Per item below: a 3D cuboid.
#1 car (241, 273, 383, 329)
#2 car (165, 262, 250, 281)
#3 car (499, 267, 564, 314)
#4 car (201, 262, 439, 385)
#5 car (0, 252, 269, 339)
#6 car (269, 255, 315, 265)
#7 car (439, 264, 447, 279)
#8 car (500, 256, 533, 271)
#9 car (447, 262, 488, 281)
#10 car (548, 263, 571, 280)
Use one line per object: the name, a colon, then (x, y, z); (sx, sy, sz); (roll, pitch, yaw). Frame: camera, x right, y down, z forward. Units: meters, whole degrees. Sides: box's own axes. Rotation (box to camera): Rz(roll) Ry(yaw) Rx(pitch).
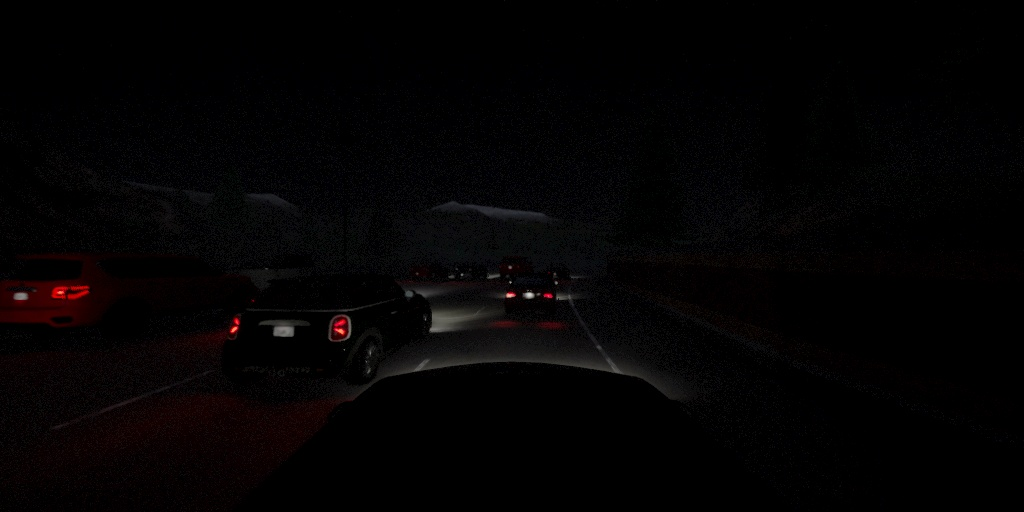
car: (-6.361, 1.341, 12.214); (1.895, 1.301, 4.718); (0, 0, 5)
car: (-25.274, 1.230, 30.081); (2.033, 1.411, 5.357); (0, 0, 11)
car: (0.805, 1.330, 14.035); (2.033, 1.411, 5.357); (0, 0, 6)
car: (-3.151, 1.098, 7.227); (2.097, 1.767, 4.553); (0, 0, 3)
car: (-10.031, 0.938, 10.121); (2.150, 2.045, 5.566); (0, 0, 4)
car: (-18.385, 0.924, 28.845); (2.150, 2.045, 5.566); (0, 0, 11)
car: (-7.024, 1.257, 30.975); (1.882, 1.535, 5.008); (0, 0, 12)
car: (0.466, 1.044, 32.480); (2.150, 2.045, 5.566); (0, 0, 13)
car: (-3.457, 1.290, 30.925); (2.128, 1.511, 4.902); (0, 0, 12)
car: (4.265, 1.369, 33.170); (1.812, 1.442, 4.674); (0, 0, 14)
